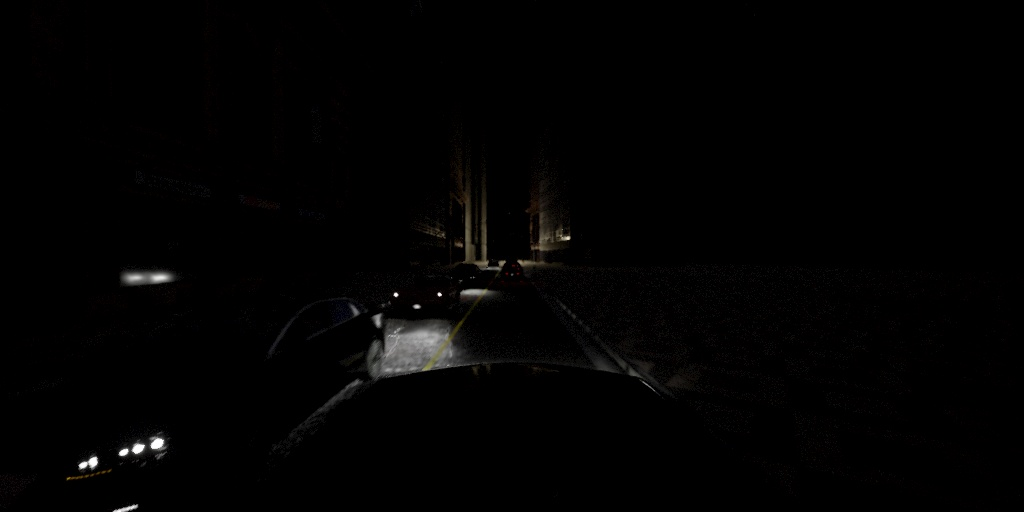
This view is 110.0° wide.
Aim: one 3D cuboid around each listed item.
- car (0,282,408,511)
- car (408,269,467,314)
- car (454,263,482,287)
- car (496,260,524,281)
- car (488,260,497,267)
[{"bbox_3d":[-3.103,1.249,4.407,2.128,1.511,4.902,0,0,0],"label":"car"},{"bbox_3d":[-3.124,1.361,14.006,1.895,1.301,4.718,0,0,0],"label":"car"},{"bbox_3d":[-3.117,1.268,24.465,1.837,1.490,4.892,0,0,0],"label":"car"},{"bbox_3d":[0.021,1.249,30.638,2.128,1.511,4.902,0,0,0],"label":"car"},{"bbox_3d":[-3.193,1.323,62.358,1.895,1.301,4.718,0,0,0],"label":"car"}]
